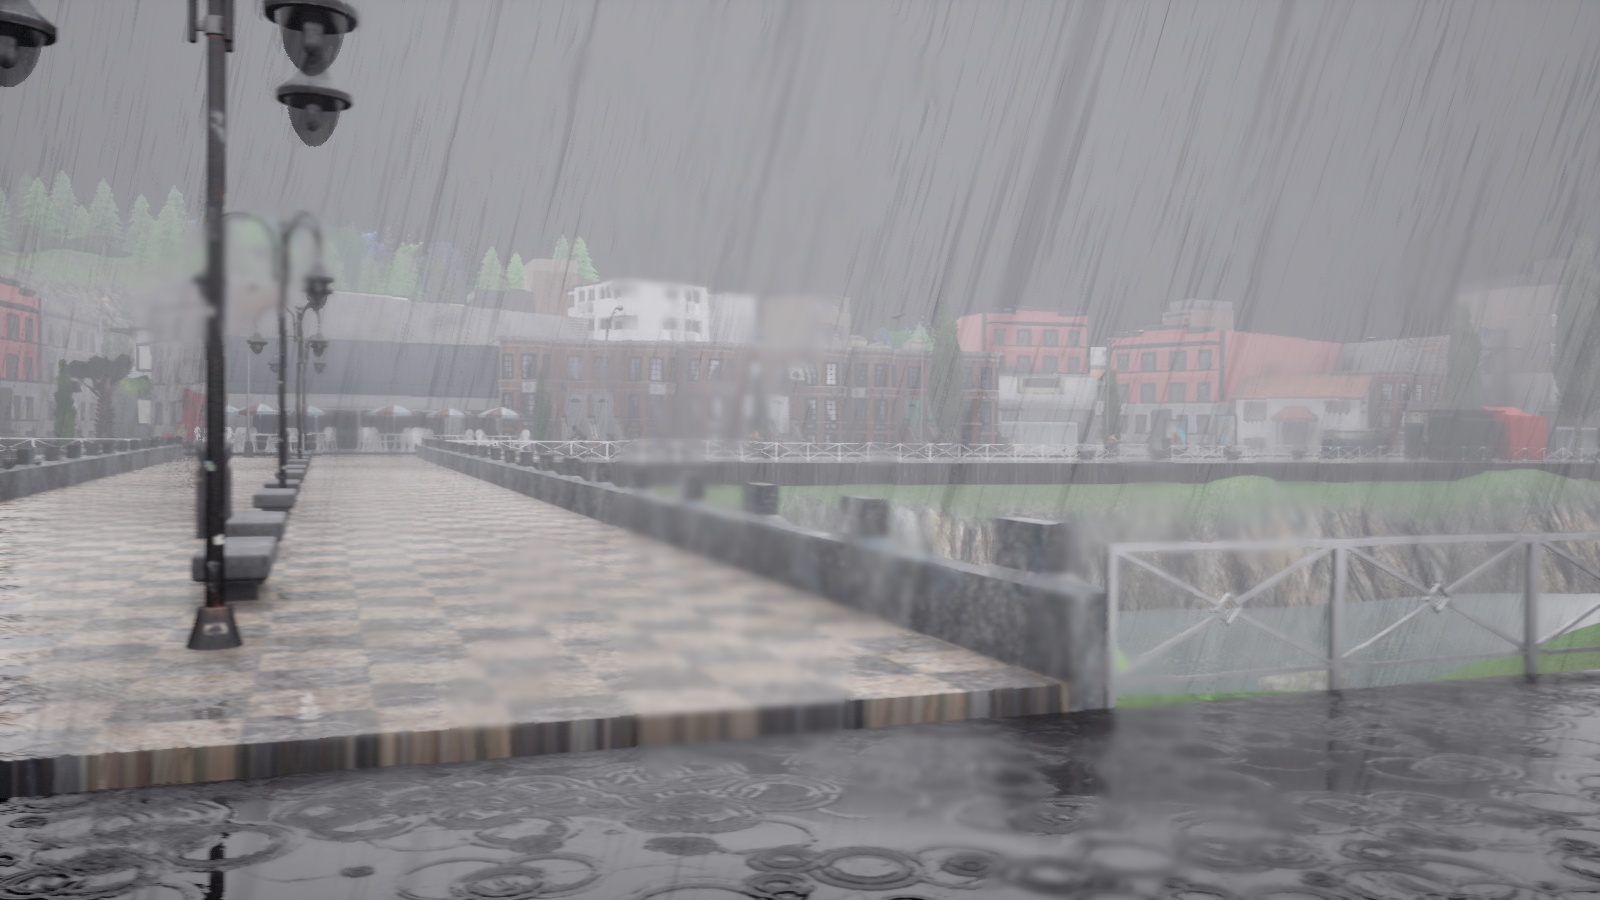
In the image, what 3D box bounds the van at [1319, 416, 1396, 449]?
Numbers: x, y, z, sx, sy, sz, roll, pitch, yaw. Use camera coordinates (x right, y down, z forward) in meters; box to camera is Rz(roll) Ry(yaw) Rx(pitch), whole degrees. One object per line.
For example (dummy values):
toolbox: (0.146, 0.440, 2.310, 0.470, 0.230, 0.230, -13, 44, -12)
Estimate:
van: (34.980, -1.109, 78.764, 4.442, 1.987, 1.775, -1, 1, -21)
